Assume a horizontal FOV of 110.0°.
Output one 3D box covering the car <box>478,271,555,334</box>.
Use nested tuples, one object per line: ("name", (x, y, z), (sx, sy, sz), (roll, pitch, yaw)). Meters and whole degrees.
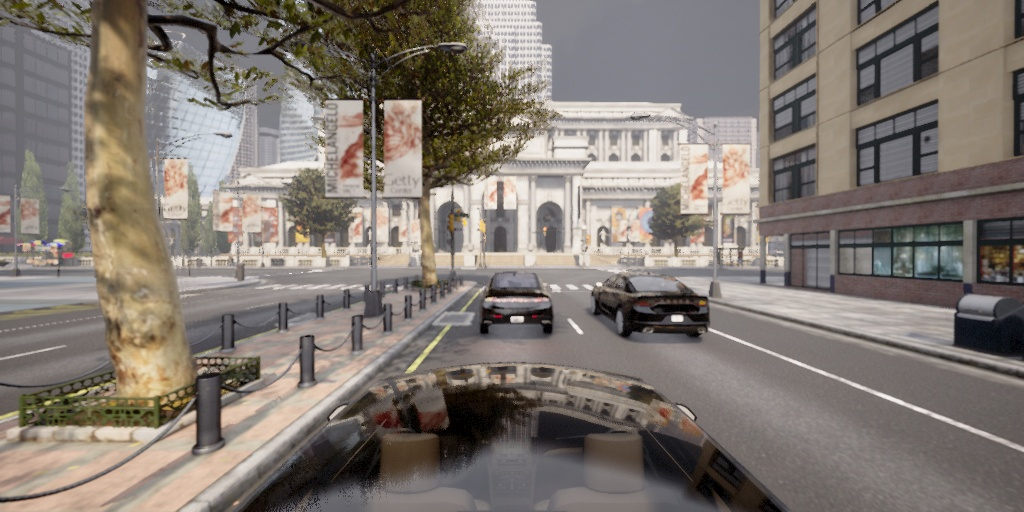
("car", (0.080, 1.191, 10.435), (2.128, 1.511, 4.902), (0, 0, -1))

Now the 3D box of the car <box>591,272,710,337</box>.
("car", (3.564, 1.179, 10.167), (1.882, 1.535, 5.008), (0, 0, 0))
